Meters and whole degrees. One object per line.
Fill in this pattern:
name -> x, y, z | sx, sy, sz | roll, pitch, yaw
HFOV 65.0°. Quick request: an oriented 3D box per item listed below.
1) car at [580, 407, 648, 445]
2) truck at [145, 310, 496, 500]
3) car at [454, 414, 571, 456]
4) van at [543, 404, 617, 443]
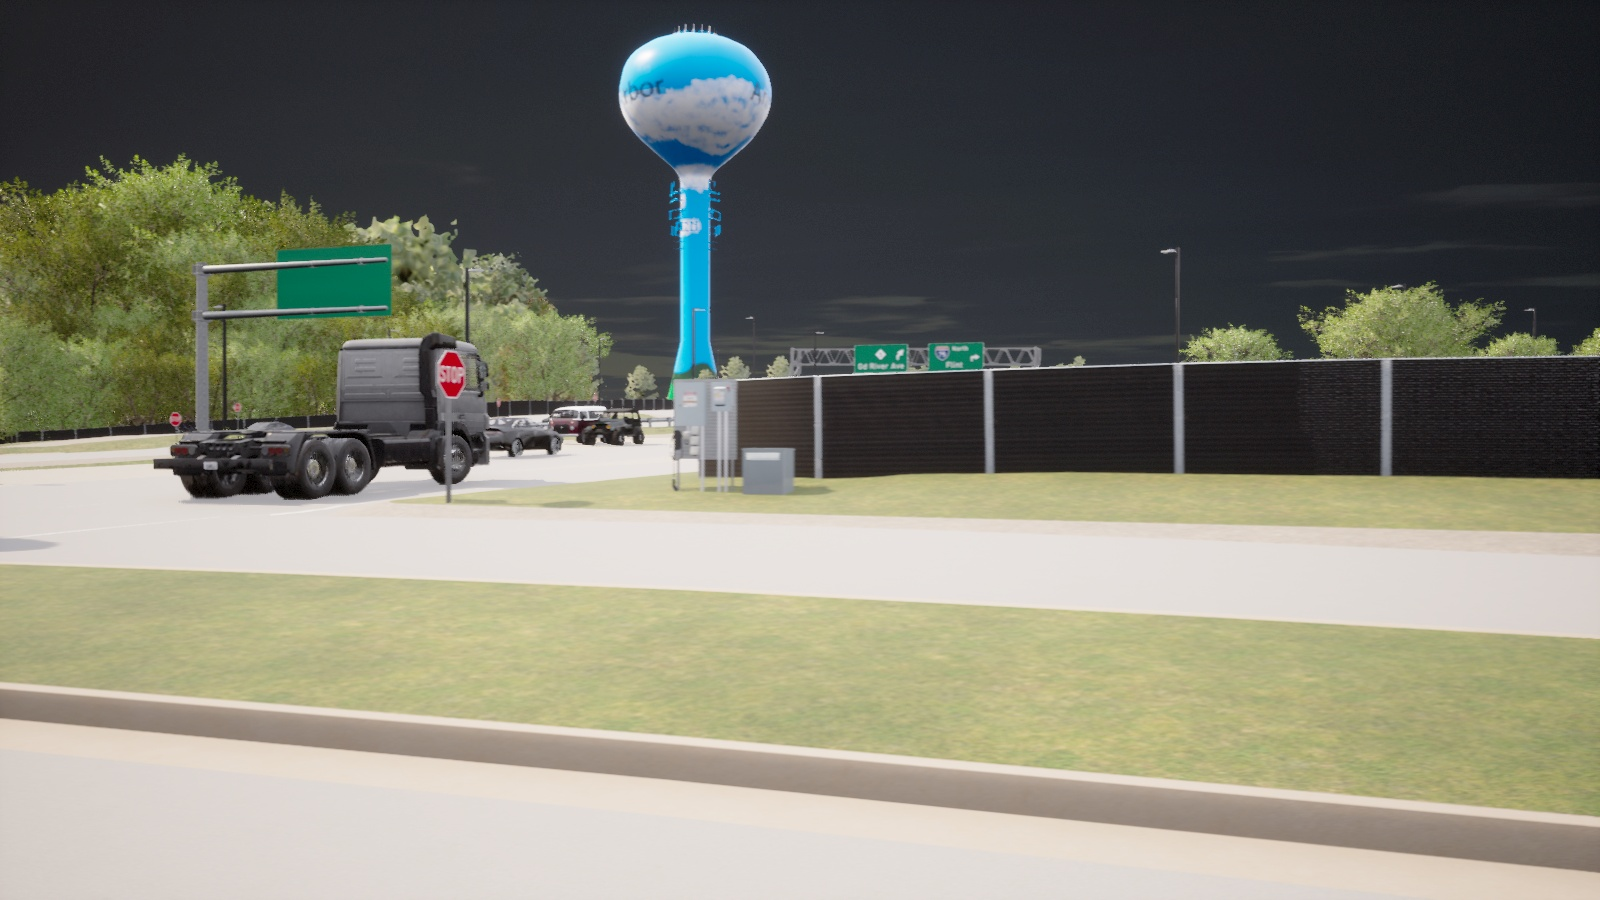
car -> -9.431, -1.256, 63.950 | 1.905, 1.878, 3.866 | 1, 2, 18
truck -> -9.858, -0.937, 27.075 | 2.891, 3.462, 7.936 | 0, 2, 16
car -> -10.906, -0.627, 48.070 | 2.128, 1.511, 4.902 | 1, 2, 18
van -> -11.853, -1.450, 67.821 | 2.069, 2.038, 4.480 | 1, 2, 18
